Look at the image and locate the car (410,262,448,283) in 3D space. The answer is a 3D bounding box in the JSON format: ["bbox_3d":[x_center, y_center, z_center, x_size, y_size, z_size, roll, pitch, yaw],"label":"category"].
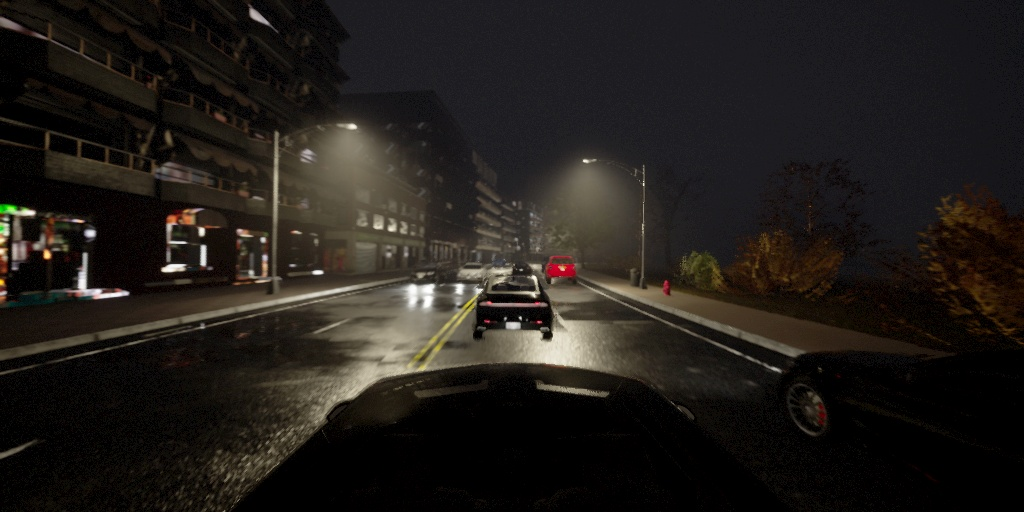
[{"bbox_3d":[-6.224,1.179,27.290,2.128,1.511,4.902,1,0,3],"label":"car"}]

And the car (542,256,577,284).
[{"bbox_3d":[3.713,1.035,27.998,2.150,2.045,5.566,1,0,3],"label":"car"}]

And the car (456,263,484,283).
[{"bbox_3d":[-2.962,1.255,27.600,1.812,1.442,4.674,1,0,3],"label":"car"}]

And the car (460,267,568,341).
[{"bbox_3d":[0.037,1.242,9.895,2.128,1.511,4.902,1,0,0],"label":"car"}]

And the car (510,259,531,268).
[{"bbox_3d":[1.063,1.364,38.031,1.994,1.385,4.181,1,0,4],"label":"car"}]

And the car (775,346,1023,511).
[{"bbox_3d":[4.181,1.330,2.447,1.812,1.442,4.674,1,0,-1],"label":"car"}]
